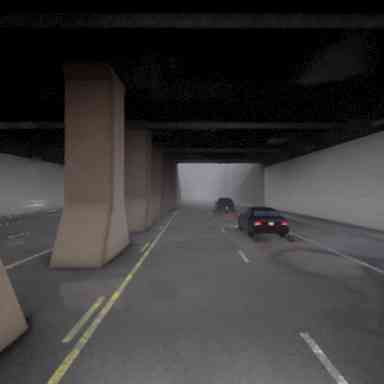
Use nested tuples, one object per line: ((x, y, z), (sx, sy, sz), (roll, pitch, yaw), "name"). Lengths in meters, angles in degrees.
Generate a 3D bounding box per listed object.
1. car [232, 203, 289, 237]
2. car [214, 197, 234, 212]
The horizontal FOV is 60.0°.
((3.605, 1.483, 17.633), (2.033, 1.411, 5.357), (0, 0, 0), "car")
((3.614, 1.370, 36.952), (1.837, 1.490, 4.892), (0, 0, 0), "car")
